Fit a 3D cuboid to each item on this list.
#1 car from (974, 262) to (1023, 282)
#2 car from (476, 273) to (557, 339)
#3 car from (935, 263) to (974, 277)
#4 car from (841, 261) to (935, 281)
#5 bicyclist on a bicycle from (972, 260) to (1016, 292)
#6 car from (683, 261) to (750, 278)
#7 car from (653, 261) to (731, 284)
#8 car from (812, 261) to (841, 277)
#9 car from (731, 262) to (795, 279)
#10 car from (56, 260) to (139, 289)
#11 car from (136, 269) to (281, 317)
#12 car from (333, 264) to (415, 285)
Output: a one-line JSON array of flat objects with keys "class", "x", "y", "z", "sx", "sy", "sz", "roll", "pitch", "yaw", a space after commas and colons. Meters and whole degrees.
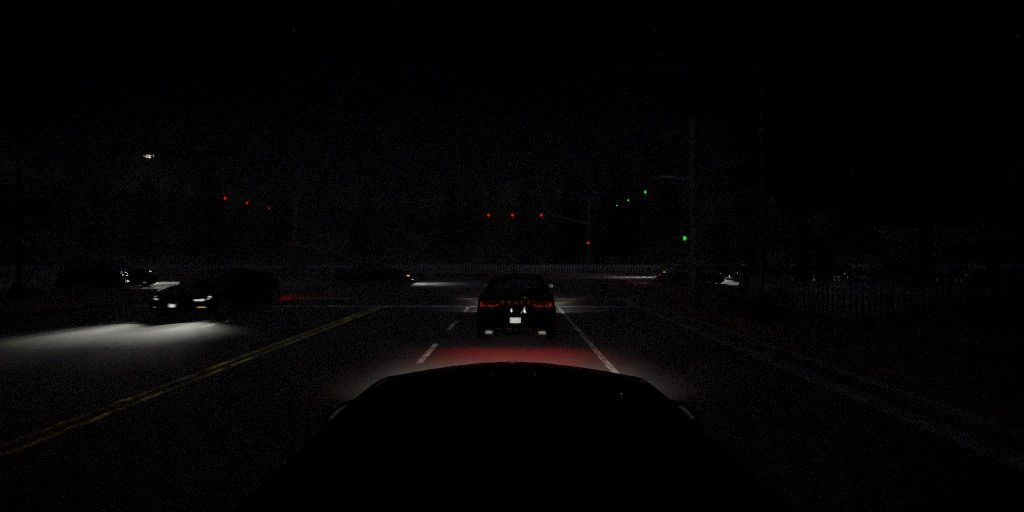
[{"class": "car", "x": 39.926, "y": 1.172, "z": 27.578, "sx": 5.008, "sy": 1.535, "sz": 1.882, "roll": 0, "pitch": 0, "yaw": 14}, {"class": "car", "x": 0.174, "y": 1.228, "z": 10.159, "sx": 1.882, "sy": 1.535, "sz": 5.008, "roll": 0, "pitch": 0, "yaw": 2}, {"class": "car", "x": 37.673, "y": 1.295, "z": 31.599, "sx": 4.718, "sy": 1.301, "sz": 1.895, "roll": 0, "pitch": 0, "yaw": 9}, {"class": "car", "x": 29.989, "y": 1.172, "z": 28.747, "sx": 5.008, "sy": 1.535, "sz": 1.882, "roll": 0, "pitch": 0, "yaw": 3}, {"class": "bicyclist on a bicycle", "x": 22.822, "y": 0.995, "z": 17.020, "sx": 0.582, "sy": 1.620, "sz": 1.656, "roll": 0, "pitch": 0, "yaw": 0}, {"class": "car", "x": 18.418, "y": 1.186, "z": 32.496, "sx": 4.902, "sy": 1.511, "sz": 2.128, "roll": 0, "pitch": 0, "yaw": 1}, {"class": "car", "x": 12.429, "y": 1.220, "z": 25.363, "sx": 4.674, "sy": 1.442, "sz": 1.812, "roll": 0, "pitch": 0, "yaw": 0}, {"class": "car", "x": 27.749, "y": 1.186, "z": 32.317, "sx": 4.902, "sy": 1.511, "sz": 2.128, "roll": 0, "pitch": 0, "yaw": 2}, {"class": "car", "x": 20.236, "y": 1.242, "z": 29.018, "sx": 5.357, "sy": 1.411, "sz": 2.033, "roll": 0, "pitch": 0, "yaw": -1}, {"class": "car", "x": -24.758, "y": 1.047, "z": 22.004, "sx": 4.553, "sy": 1.767, "sz": 2.097, "roll": 0, "pitch": 0, "yaw": 1}, {"class": "car", "x": -10.553, "y": 1.255, "z": 13.295, "sx": 1.837, "sy": 1.490, "sz": 4.892, "roll": 2, "pitch": 0, "yaw": -6}, {"class": "car", "x": -9.716, "y": 1.269, "z": 25.487, "sx": 5.357, "sy": 1.411, "sz": 2.033, "roll": 0, "pitch": 0, "yaw": 0}]
